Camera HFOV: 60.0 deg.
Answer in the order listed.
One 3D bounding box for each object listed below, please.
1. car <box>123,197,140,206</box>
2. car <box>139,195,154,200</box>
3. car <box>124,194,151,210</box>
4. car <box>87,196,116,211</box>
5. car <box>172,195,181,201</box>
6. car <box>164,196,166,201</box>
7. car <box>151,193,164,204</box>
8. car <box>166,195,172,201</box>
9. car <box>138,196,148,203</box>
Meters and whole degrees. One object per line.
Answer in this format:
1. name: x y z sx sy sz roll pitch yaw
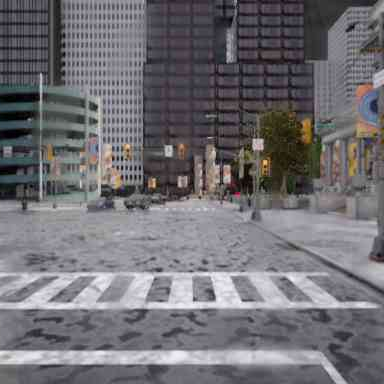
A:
1. car: -10.510 1.576 58.128 2.033 1.411 5.357 0 0 0
2. car: -12.995 1.548 94.618 1.994 1.385 4.181 0 0 -43
3. car: -7.036 1.245 43.099 2.150 2.045 5.566 0 0 0
4. car: -11.276 1.371 41.617 2.097 1.767 4.553 0 0 10
5. car: -4.697 1.543 88.242 1.837 1.490 4.892 0 0 -29
6. car: -7.897 1.263 76.615 2.150 2.045 5.566 0 0 -10
7. car: -7.004 1.509 64.013 1.882 1.535 5.008 0 0 0
8. car: -7.435 1.637 85.930 1.895 1.301 4.718 0 0 -25
9. car: -10.920 1.576 73.856 2.033 1.411 5.357 0 0 -7
